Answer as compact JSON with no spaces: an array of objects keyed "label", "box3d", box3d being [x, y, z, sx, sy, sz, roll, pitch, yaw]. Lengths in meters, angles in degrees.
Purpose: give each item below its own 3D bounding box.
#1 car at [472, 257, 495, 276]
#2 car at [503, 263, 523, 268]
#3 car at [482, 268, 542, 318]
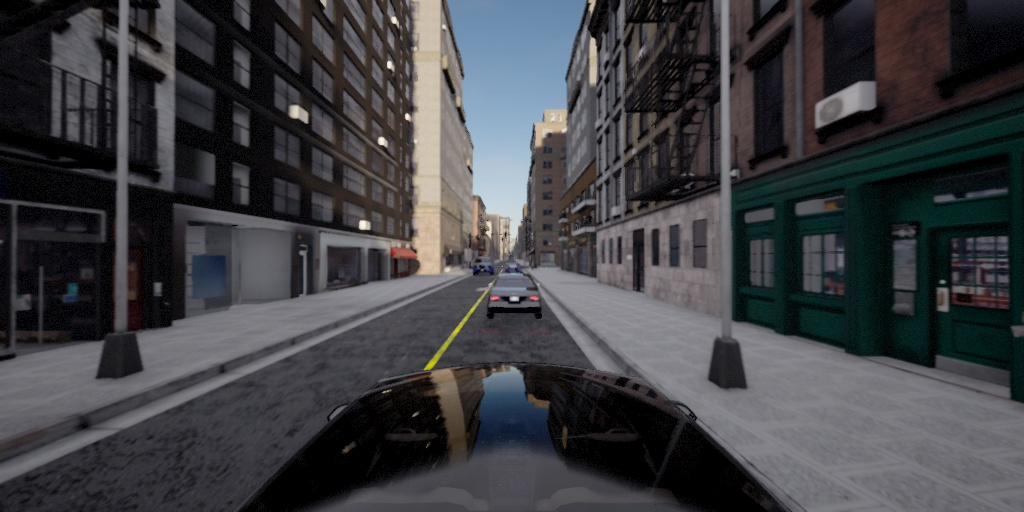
[{"label":"car","box3d":[-3.099,1.118,40.105,2.150,2.045,5.566,0,0,0]},{"label":"car","box3d":[0.094,1.401,34.148,1.812,1.442,4.674,0,0,0]},{"label":"car","box3d":[0.085,1.343,13.255,2.033,1.411,5.357,0,0,0]}]
